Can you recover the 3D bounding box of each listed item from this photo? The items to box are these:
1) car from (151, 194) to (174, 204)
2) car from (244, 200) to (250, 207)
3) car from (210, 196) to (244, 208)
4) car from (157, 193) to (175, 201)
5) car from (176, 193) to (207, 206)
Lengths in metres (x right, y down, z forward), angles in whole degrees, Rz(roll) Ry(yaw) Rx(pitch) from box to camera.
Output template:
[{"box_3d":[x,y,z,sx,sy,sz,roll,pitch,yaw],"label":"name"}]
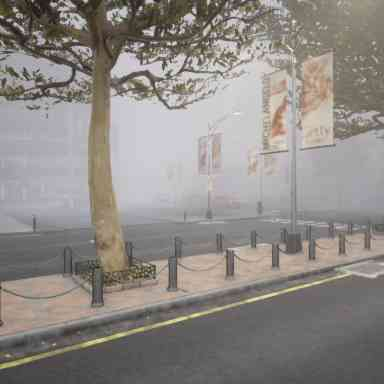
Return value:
[{"box_3d":[-6.088,1.564,63.577,1.994,1.385,4.181,0,0,-42],"label":"car"},{"box_3d":[6.978,1.526,52.034,1.812,1.442,4.674,0,0,-36],"label":"car"},{"box_3d":[4.915,1.352,48.890,2.097,1.767,4.553,0,0,-35],"label":"car"},{"box_3d":[-5.093,1.221,67.879,5.566,2.045,2.150,0,0,45],"label":"car"},{"box_3d":[-0.181,1.352,55.969,2.097,1.767,4.553,0,0,-36],"label":"car"}]
